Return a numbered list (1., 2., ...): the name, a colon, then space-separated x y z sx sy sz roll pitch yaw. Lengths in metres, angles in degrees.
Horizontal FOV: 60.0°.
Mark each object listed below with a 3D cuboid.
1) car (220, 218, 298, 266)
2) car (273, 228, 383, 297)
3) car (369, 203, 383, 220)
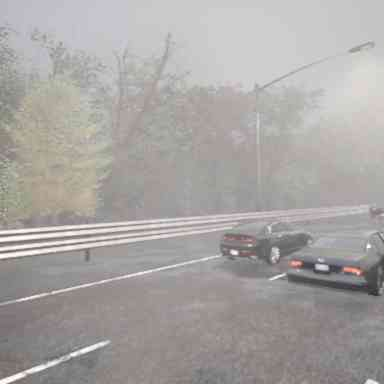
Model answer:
1. car: 3.036 1.779 12.771 1.837 1.490 4.892 -2 -2 42
2. car: 4.508 1.711 9.114 2.033 1.411 5.357 -2 -2 42
3. car: 15.722 1.687 26.562 1.895 1.301 4.718 9 -1 41
